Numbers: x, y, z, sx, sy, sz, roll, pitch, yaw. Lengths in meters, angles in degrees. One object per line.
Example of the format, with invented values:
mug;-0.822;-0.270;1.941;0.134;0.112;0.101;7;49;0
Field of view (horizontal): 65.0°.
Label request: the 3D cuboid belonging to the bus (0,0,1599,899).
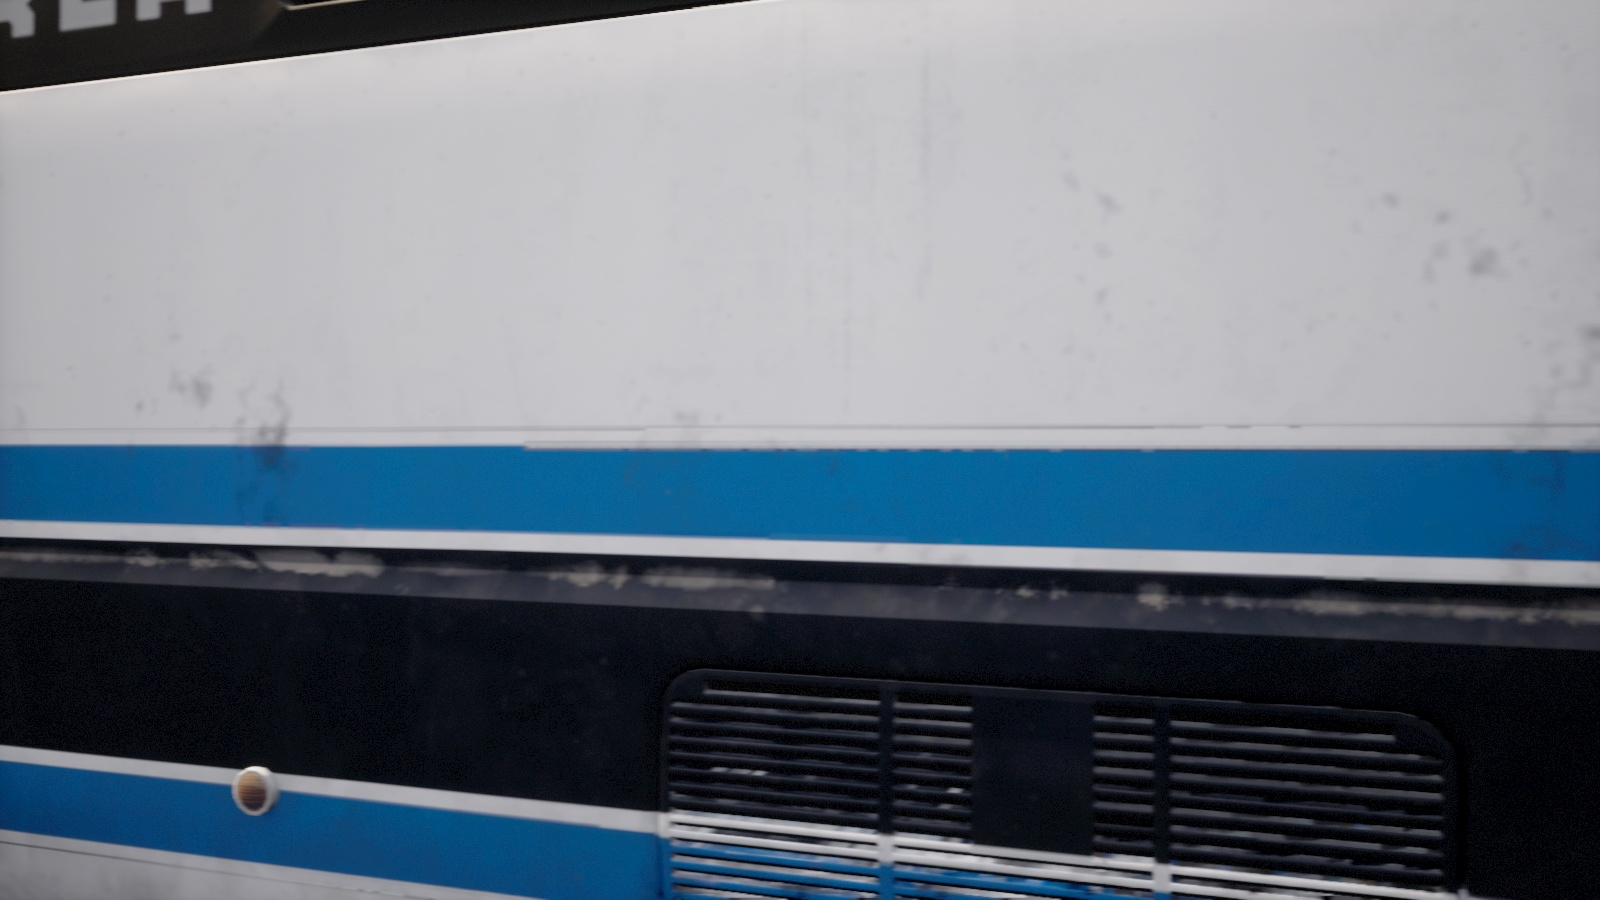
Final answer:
bus;0.085;-0.608;3.672;10.273;4.253;3.944;1;1;19
